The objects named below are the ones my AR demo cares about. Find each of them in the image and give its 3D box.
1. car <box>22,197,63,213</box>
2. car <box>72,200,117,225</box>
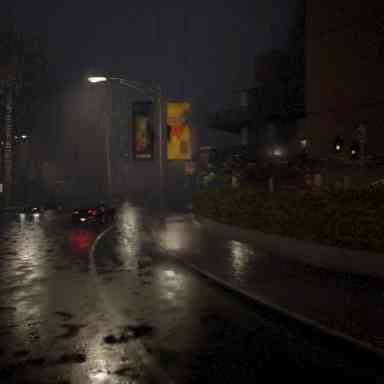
[{"bbox_3d":[-15.278,1.289,34.345,1.837,1.490,4.892,0,0,12],"label":"car"},{"bbox_3d":[-6.412,1.335,22.271,1.837,1.490,4.892,-3,1,2],"label":"car"}]
